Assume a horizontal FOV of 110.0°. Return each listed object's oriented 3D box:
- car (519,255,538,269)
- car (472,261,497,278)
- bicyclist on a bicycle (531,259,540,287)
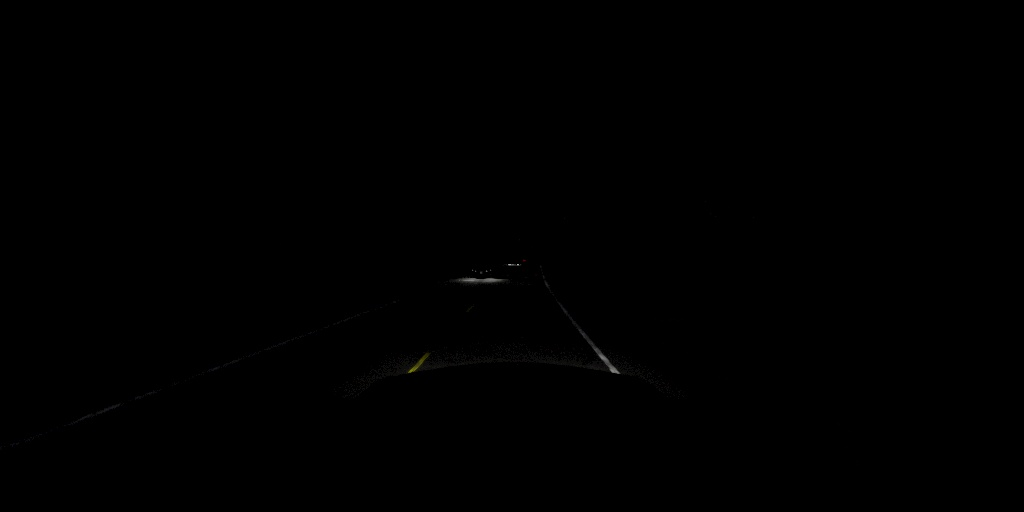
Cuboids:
[{"bbox_3d":[2.734,0.851,54.578,2.150,2.045,5.566,0,0,5],"label":"car"},{"bbox_3d":[-2.458,1.185,32.774,1.837,1.490,4.892,0,0,4],"label":"car"},{"bbox_3d":[1.484,1.171,22.081,0.582,1.620,1.656,0,0,3],"label":"bicyclist on a bicycle"}]
